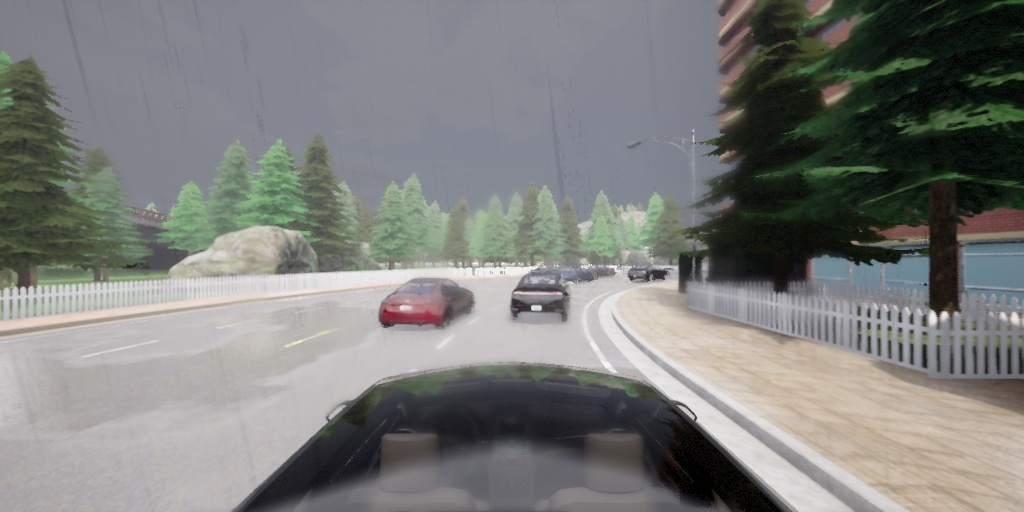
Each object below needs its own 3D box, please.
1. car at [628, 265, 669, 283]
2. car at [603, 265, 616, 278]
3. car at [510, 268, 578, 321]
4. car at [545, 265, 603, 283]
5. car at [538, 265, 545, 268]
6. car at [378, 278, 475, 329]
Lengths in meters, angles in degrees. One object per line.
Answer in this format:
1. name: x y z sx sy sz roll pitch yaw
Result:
1. car: 12.125 1.519 31.662 4.902 1.511 2.128 1 -1 -43
2. car: 8.865 1.640 38.371 5.357 1.411 2.033 0 -1 -39
3. car: 1.191 1.347 13.022 2.128 1.511 4.902 0 0 11
4. car: 5.202 1.558 29.576 2.033 1.411 5.357 0 -1 38
5. car: 3.665 1.654 38.202 4.181 1.385 1.994 1 -1 -43
6. car: -2.595 1.408 11.788 1.994 1.385 4.181 0 0 9
